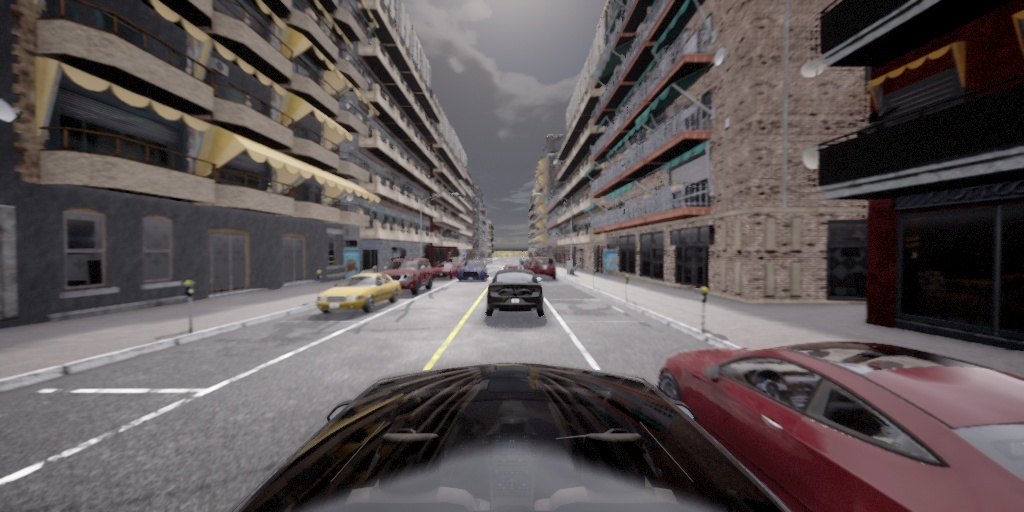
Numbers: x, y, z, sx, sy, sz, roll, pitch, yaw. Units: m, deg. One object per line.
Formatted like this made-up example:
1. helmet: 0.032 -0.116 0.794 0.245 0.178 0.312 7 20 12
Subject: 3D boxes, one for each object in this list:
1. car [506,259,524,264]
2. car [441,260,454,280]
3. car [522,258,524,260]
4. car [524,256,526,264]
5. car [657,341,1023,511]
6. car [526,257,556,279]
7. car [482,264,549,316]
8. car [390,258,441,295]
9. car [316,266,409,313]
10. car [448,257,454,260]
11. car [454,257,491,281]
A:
1. car: 0.107 1.306 39.091 1.895 1.301 4.718 0 0 0
2. car: -5.686 1.262 31.080 1.888 1.381 4.507 0 0 0
3. car: 2.664 1.236 48.132 1.888 1.381 4.507 0 0 0
4. car: 2.663 1.024 36.803 2.192 1.841 5.009 0 0 0
5. car: 2.657 1.331 2.816 1.802 1.307 4.207 0 0 0
6. car: 2.662 1.032 31.137 2.192 1.841 5.009 0 0 0
7. car: 0.102 1.215 13.424 1.882 1.535 5.008 0 0 0
8. car: -5.688 1.046 19.750 2.192 1.841 5.009 0 0 0
9. car: -5.690 1.263 13.915 1.751 1.417 4.829 0 0 0
10. car: -5.685 1.024 36.743 2.192 1.841 5.009 0 0 0
11. car: -3.088 1.072 28.983 2.097 1.767 4.553 0 0 0
